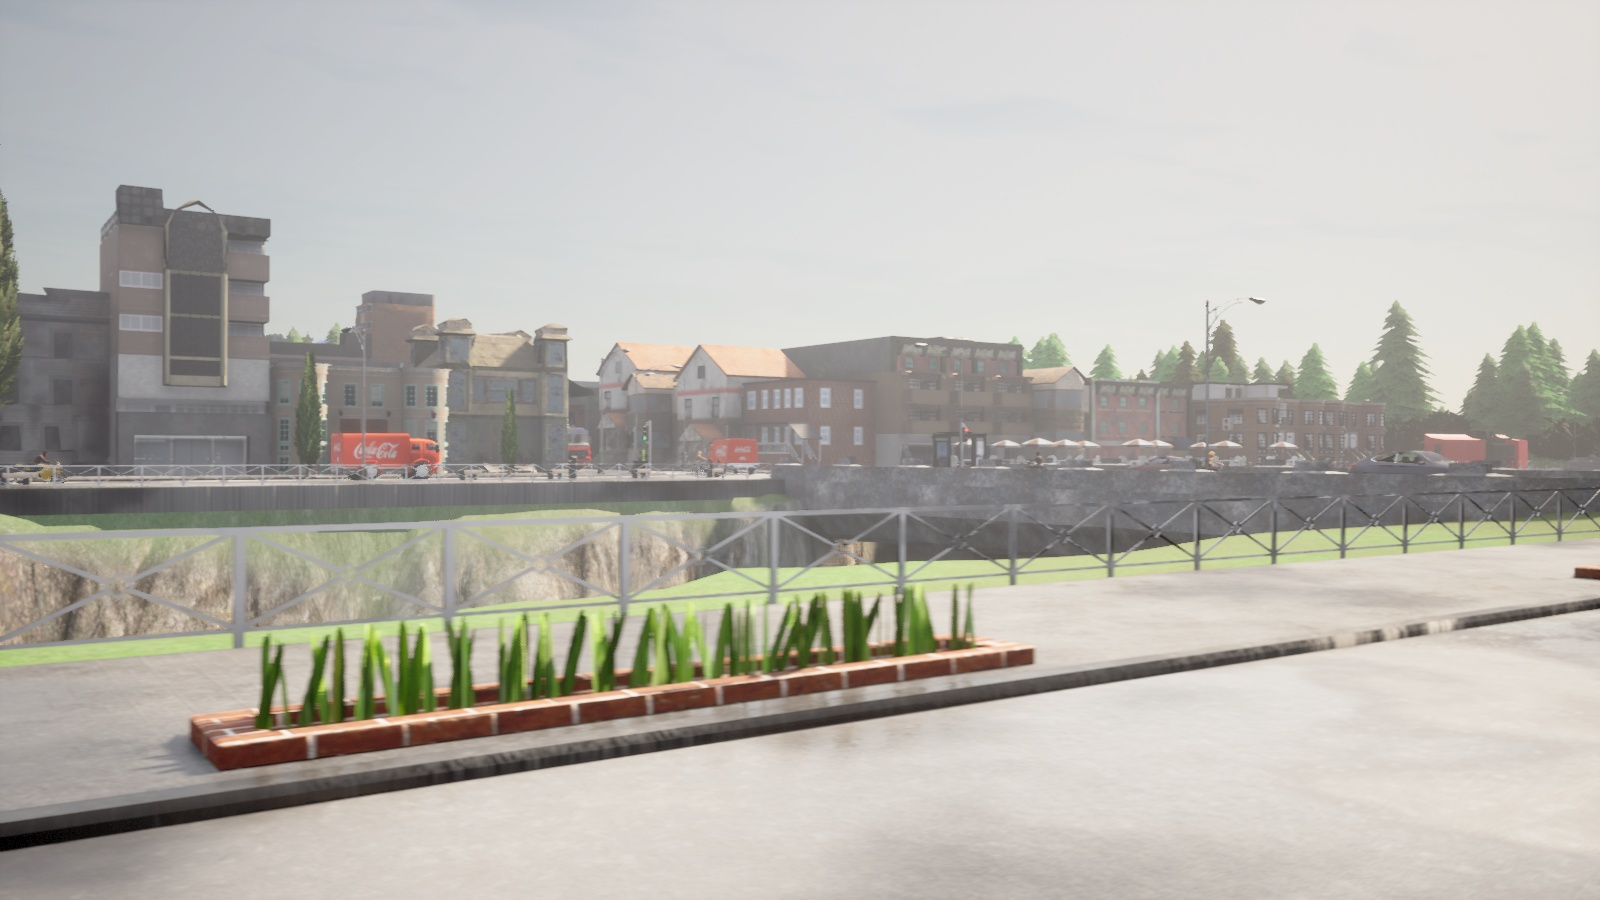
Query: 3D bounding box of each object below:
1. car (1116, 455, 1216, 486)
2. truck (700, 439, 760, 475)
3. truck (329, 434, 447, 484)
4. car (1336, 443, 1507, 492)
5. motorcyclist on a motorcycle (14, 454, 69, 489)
[{"bbox_3d":[17.118,0.917,58.916,1.994,1.385,4.181,0,0,-36],"label":"car"},{"bbox_3d":[-4.976,0.485,88.310,2.627,2.467,5.204,-1,0,-23],"label":"truck"},{"bbox_3d":[-21.214,0.462,64.702,5.204,2.467,2.627,0,0,-35],"label":"truck"},{"bbox_3d":[22.071,0.587,44.797,2.152,1.651,5.027,0,0,-35],"label":"car"},{"bbox_3d":[-33.785,0.935,55.945,2.044,1.523,0.797,0,0,-35],"label":"motorcyclist on a motorcycle"}]
